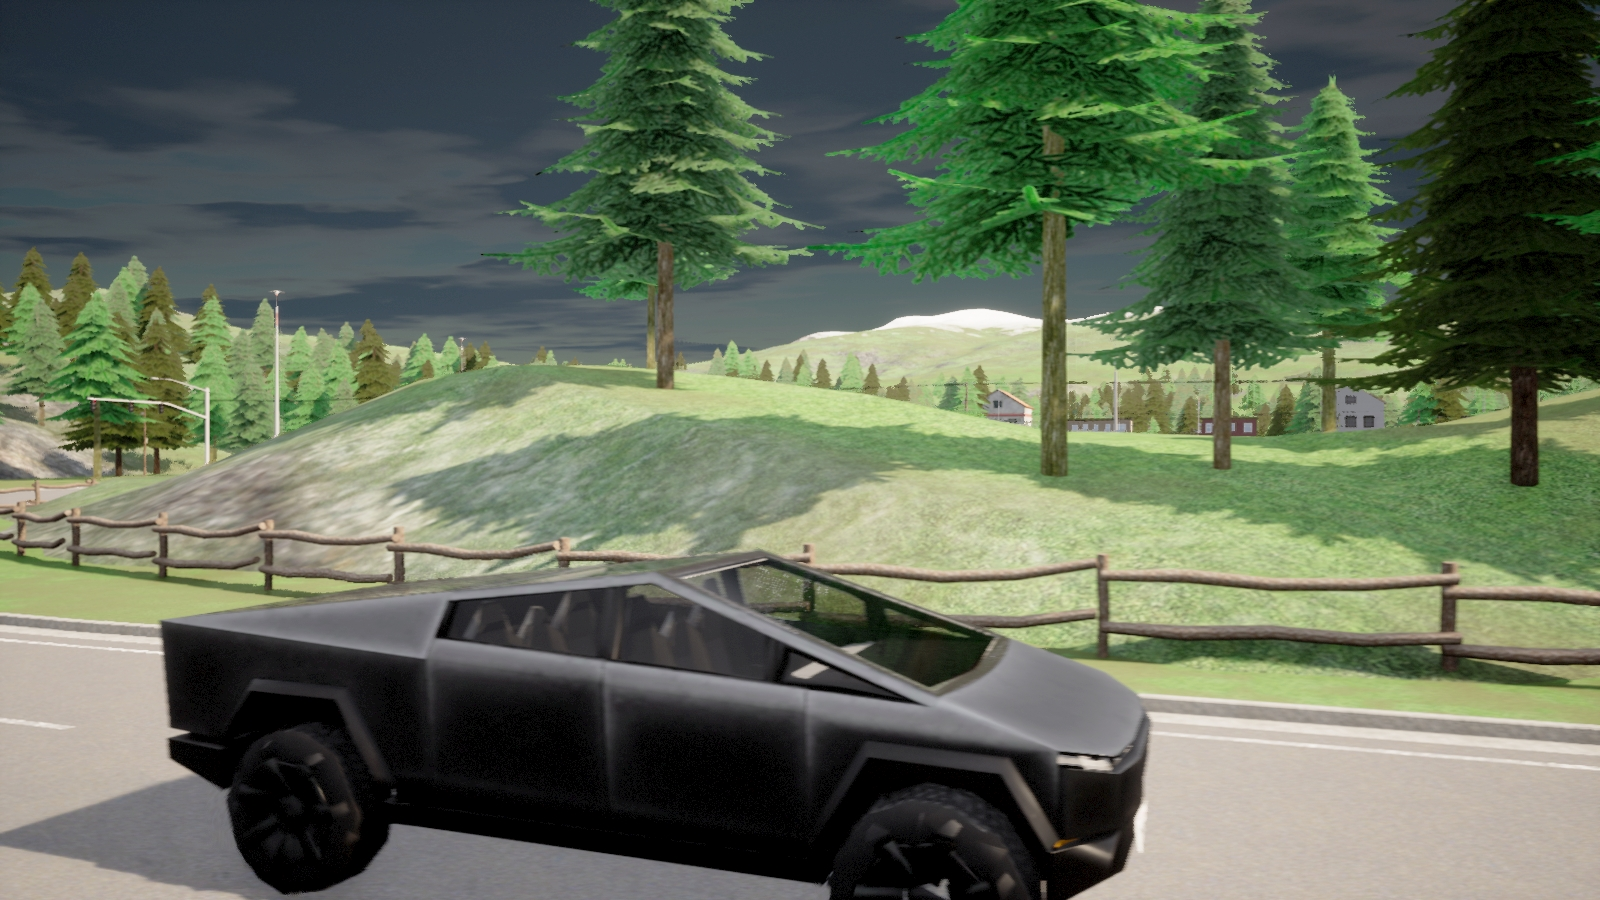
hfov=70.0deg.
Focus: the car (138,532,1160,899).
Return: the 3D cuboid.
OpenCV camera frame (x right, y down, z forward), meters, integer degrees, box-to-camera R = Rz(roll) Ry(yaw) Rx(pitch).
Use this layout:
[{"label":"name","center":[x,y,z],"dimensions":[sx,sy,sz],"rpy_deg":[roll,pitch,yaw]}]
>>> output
[{"label":"car","center":[-0.992,1.751,7.505],"dimensions":[6.274,2.098,2.390],"rpy_deg":[0,0,21]}]
